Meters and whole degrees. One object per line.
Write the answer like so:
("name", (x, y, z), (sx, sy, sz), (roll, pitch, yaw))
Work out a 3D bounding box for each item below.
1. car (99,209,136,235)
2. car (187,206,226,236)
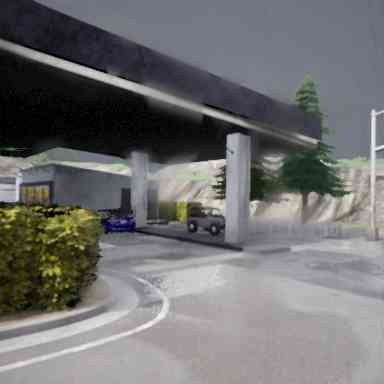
("car", (-5.784, 1.994, 23.244), (2.242, 1.667, 4.611), (2, -1, -39))
("car", (1.348, 1.969, 23.433), (1.905, 1.878, 3.866), (2, -1, -39))
